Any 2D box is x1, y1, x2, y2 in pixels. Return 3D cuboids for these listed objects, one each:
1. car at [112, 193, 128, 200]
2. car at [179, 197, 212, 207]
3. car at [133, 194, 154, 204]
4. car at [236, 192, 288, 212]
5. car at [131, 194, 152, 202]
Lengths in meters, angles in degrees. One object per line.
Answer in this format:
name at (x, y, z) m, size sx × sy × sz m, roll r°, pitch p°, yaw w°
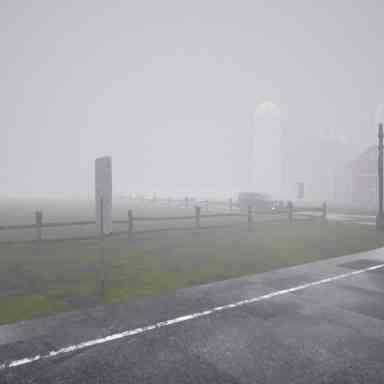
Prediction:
car at (-14.938, 0.924, 67.997) m, size 2.033 × 1.411 × 5.357 m, roll -1°, pitch 1°, yaw -36°
car at (0.421, 1.297, 41.611) m, size 1.895 × 1.301 × 4.718 m, roll -1°, pitch 1°, yaw -36°
car at (-7.598, 1.042, 52.777) m, size 1.882 × 1.535 × 5.008 m, roll -1°, pitch 2°, yaw -35°
car at (6.760, 1.019, 32.855) m, size 2.150 × 2.045 × 5.566 m, roll -1°, pitch 1°, yaw -34°
car at (-9.090, 1.040, 59.844) m, size 1.994 × 1.385 × 4.181 m, roll -1°, pitch 1°, yaw -35°
